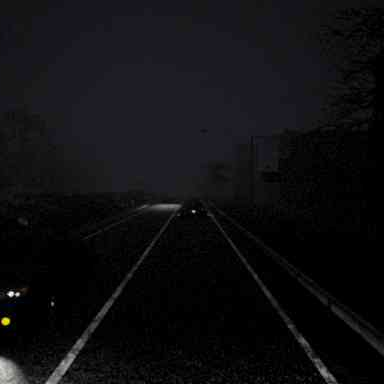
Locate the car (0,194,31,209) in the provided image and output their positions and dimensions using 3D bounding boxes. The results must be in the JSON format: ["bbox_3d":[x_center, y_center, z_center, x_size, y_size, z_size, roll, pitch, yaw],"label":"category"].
[{"bbox_3d":[-22.202,1.103,39.256,5.366,1.575,1.946,0,1,0],"label":"car"}]

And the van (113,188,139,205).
[{"bbox_3d":[-9.055,0.869,39.967,4.442,1.987,1.878,0,1,0],"label":"van"}]

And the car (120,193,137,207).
[{"bbox_3d":[-8.966,1.165,37.168,4.792,1.488,2.163,0,1,0],"label":"car"}]

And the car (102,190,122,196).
[{"bbox_3d":[-22.086,0.289,91.988,4.792,1.488,2.163,0,1,0],"label":"car"}]

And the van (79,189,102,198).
[{"bbox_3d":[-22.159,0.344,72.558,4.442,1.987,1.878,0,1,0],"label":"van"}]

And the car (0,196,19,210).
[{"bbox_3d":[-21.986,1.175,36.485,4.792,1.488,2.163,0,1,0],"label":"car"}]

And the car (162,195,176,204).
[{"bbox_3d":[-3.305,1.067,48.423,1.895,1.301,4.718,0,1,0],"label":"car"}]

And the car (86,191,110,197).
[{"bbox_3d":[-22.042,0.480,78.113,5.008,1.535,2.097,0,1,0],"label":"car"}]

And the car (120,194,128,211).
[{"bbox_3d":[-8.938,1.201,31.557,4.892,1.521,2.231,0,1,0],"label":"car"}]

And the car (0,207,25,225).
[{"bbox_3d":[-8.915,1.413,11.932,4.674,1.452,2.002,0,0,0],"label":"car"}]

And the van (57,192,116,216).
[{"bbox_3d":[-9.047,1.005,28.747,4.442,1.987,1.878,0,1,0],"label":"van"}]

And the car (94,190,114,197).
[{"bbox_3d":[-22.083,0.265,83.661,4.553,1.767,2.185,0,1,0],"label":"car"}]

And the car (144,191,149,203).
[{"bbox_3d":[-8.937,1.009,45.579,5.008,1.535,2.097,0,1,0],"label":"car"}]

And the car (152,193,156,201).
[{"bbox_3d":[-8.764,0.869,53.987,5.366,1.575,1.946,0,1,0],"label":"car"}]

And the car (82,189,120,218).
[{"bbox_3d":[-8.900,1.003,25.946,5.566,2.045,2.435,0,0,0],"label":"car"}]

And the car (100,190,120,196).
[{"bbox_3d":[-22.049,0.304,89.213,4.892,1.521,2.231,0,1,0],"label":"car"}]

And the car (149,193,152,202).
[{"bbox_3d":[-8.950,0.958,51.185,4.674,1.452,2.002,0,1,0],"label":"car"}]

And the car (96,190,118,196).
[{"bbox_3d":[-22.059,0.347,86.438,5.008,1.535,2.097,0,1,0],"label":"car"}]

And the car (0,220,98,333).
[{"bbox_3d":[-3.346,1.505,6.688,1.994,1.385,4.181,0,0,0],"label":"car"}]

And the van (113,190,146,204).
[{"bbox_3d":[-9.062,0.738,48.378,4.442,1.987,1.878,0,1,0],"label":"van"}]

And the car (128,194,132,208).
[{"bbox_3d":[-8.932,1.210,34.360,4.674,1.452,2.002,0,1,0],"label":"car"}]

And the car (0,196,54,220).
[{"bbox_3d":[-8.951,1.224,14.734,4.553,1.767,2.185,0,0,0],"label":"car"}]

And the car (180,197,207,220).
[{"bbox_3d":[0.115,1.323,25.435,1.994,1.385,4.181,0,1,0],"label":"car"}]

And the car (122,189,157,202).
[{"bbox_3d":[-8.923,0.575,56.786,5.566,2.045,2.435,0,1,0],"label":"car"}]

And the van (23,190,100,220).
[{"bbox_3d":[-9.042,1.052,23.142,4.442,1.987,1.878,0,0,0],"label":"van"}]

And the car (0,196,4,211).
[{"bbox_3d":[-22.042,1.207,33.702,4.792,1.488,2.163,0,1,0],"label":"car"}]

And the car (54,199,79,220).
[{"bbox_3d":[-8.915,1.327,17.538,4.892,1.521,2.231,0,0,0],"label":"car"}]

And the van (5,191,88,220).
[{"bbox_3d":[-9.040,1.076,20.339,4.442,1.987,1.878,0,0,0],"label":"van"}]

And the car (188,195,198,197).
[{"bbox_3d":[0.123,1.086,41.587,1.812,1.442,4.674,0,1,0],"label":"car"}]

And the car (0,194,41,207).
[{"bbox_3d":[-22.014,1.065,42.033,5.008,1.535,2.097,0,1,0],"label":"car"}]

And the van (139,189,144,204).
[{"bbox_3d":[-8.824,0.828,42.768,4.442,1.987,1.878,0,1,0],"label":"van"}]

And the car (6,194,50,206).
[{"bbox_3d":[-22.016,1.023,44.810,4.892,1.521,2.231,0,1,0],"label":"car"}]
